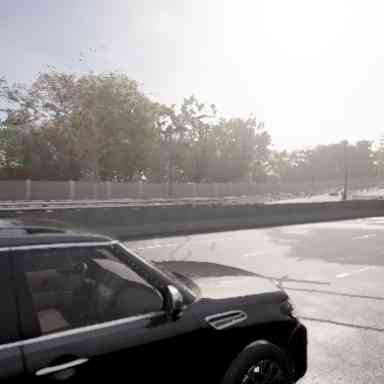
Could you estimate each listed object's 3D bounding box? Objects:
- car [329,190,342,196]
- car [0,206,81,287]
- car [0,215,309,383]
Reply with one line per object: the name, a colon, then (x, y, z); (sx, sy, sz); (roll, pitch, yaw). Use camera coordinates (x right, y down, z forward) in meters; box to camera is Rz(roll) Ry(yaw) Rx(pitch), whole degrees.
car: (36.410, 0.283, 85.407); (1.882, 1.535, 5.008); (0, 1, 32)
car: (-5.453, 1.352, 8.456); (4.553, 1.767, 2.097); (0, 0, -35)
car: (-1.436, 1.221, 2.723); (5.566, 2.045, 2.150); (0, 0, -35)
